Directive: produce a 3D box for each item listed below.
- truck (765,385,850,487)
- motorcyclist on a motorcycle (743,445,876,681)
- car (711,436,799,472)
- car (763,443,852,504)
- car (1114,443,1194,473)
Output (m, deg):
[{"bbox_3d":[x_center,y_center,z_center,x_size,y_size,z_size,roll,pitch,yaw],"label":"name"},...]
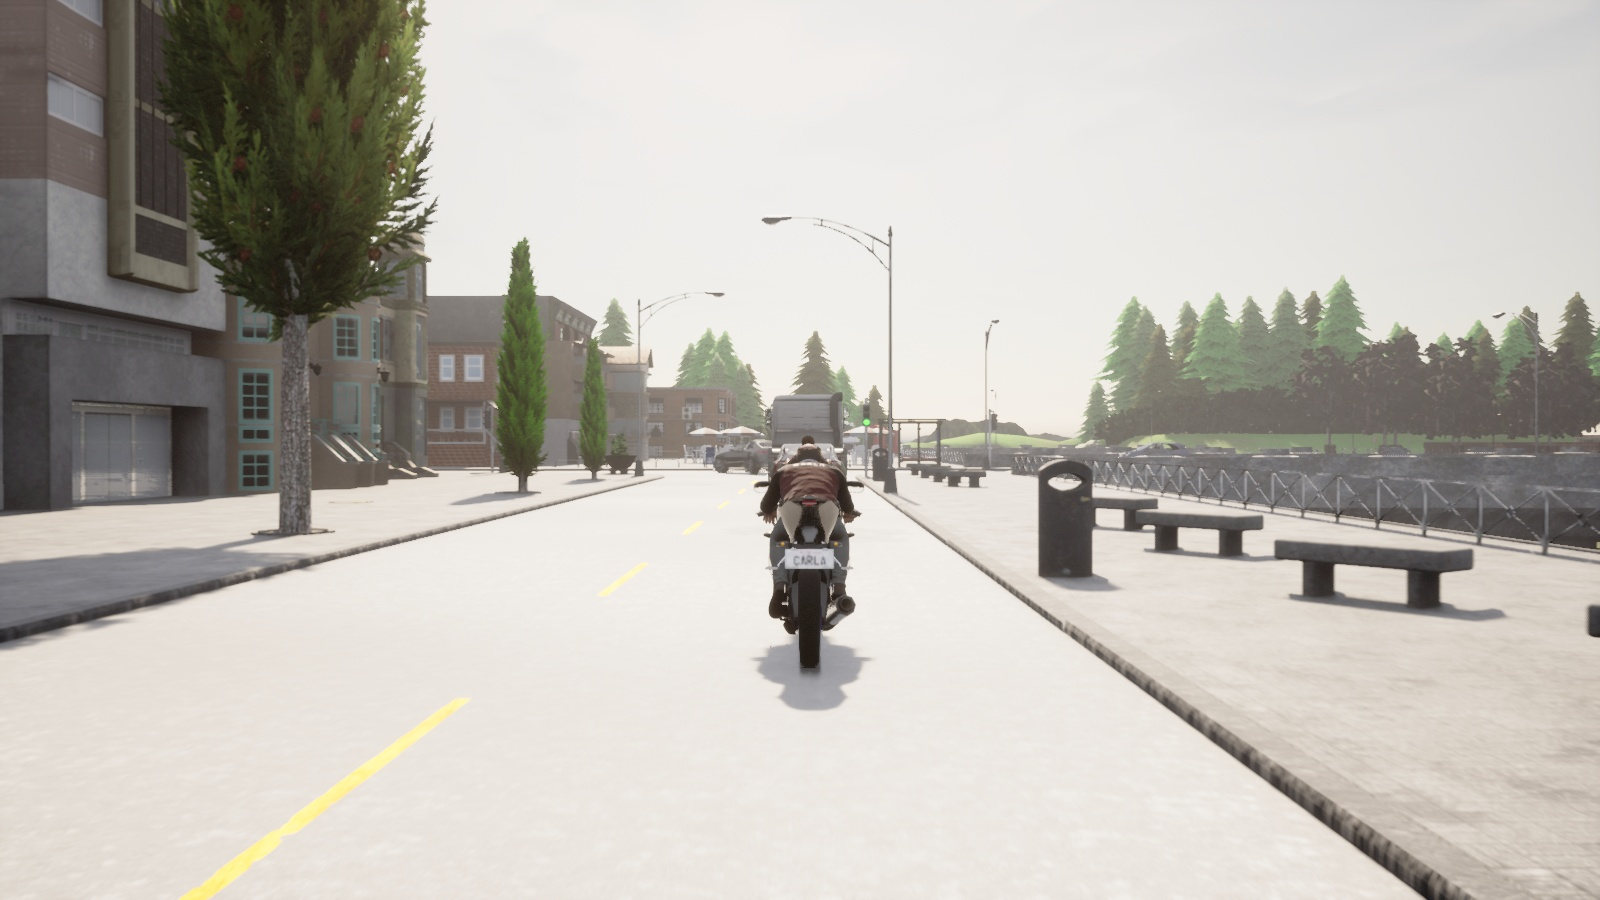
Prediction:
[{"bbox_3d":[0.274,-0.498,46.687,2.891,3.462,7.936,0,0,0],"label":"truck"},{"bbox_3d":[0.066,0.729,9.251,0.866,1.530,2.191,0,0,0],"label":"motorcyclist on a motorcycle"},{"bbox_3d":[-2.249,0.180,60.912,2.152,1.651,5.027,0,0,-31],"label":"car"},{"bbox_3d":[0.198,0.560,33.006,2.163,1.488,4.792,0,0,0],"label":"car"},{"bbox_3d":[18.297,0.409,65.043,3.633,1.501,1.845,0,0,0],"label":"car"}]
